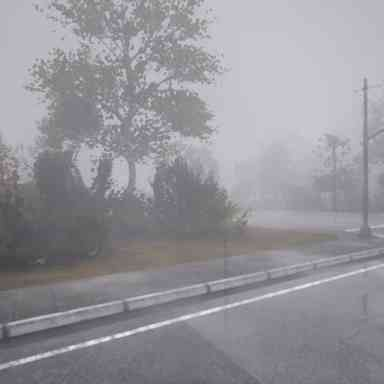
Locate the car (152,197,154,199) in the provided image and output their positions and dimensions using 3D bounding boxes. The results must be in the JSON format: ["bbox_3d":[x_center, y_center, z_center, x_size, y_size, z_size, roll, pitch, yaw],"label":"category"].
[{"bbox_3d":[-5.999,1.847,53.105,5.566,2.045,2.150,-2,-1,40],"label":"car"}]

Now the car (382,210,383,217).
[{"bbox_3d":[16.639,1.248,23.701,2.150,2.045,5.566,1,-1,-29],"label":"car"}]
